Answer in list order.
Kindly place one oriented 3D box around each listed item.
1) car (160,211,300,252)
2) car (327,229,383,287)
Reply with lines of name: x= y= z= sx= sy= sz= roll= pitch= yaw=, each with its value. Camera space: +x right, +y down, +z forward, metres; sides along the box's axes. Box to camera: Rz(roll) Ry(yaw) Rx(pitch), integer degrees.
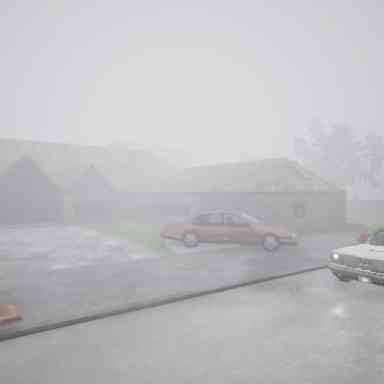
car: x=1.456 y=1.477 z=13.278 sx=5.357 sy=1.415 sz=2.033 roll=0 pitch=0 yaw=15
car: x=5.589 y=1.622 z=8.589 sx=4.718 sy=1.301 sz=1.895 roll=0 pitch=0 yaw=-35
